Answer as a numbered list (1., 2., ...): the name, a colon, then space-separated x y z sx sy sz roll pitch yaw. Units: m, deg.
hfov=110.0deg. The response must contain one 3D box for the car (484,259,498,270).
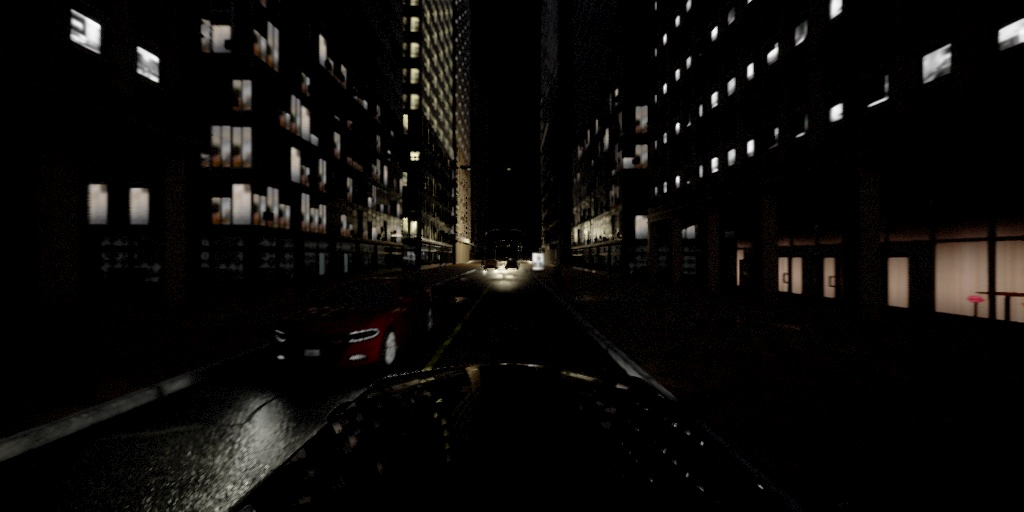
1. car: -3.058 1.227 52.232 1.882 1.535 5.008 0 0 0

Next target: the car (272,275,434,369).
1. car: -3.100 1.228 8.060 1.882 1.535 5.008 0 0 0

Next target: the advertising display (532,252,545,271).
1. advertising display: 3.136 0.776 42.776 1.540 2.440 0.280 0 0 0

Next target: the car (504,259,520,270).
1. car: 0.010 1.275 51.878 1.812 1.442 4.674 0 0 0
